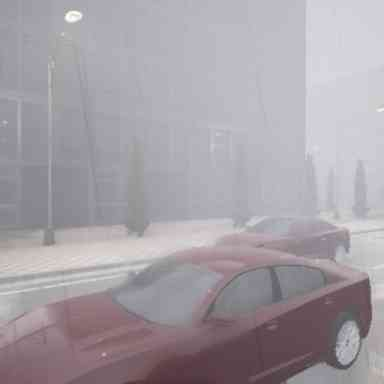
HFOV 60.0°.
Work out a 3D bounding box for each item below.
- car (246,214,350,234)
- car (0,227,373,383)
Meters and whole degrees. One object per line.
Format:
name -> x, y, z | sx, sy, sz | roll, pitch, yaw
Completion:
car -> 2.928, 1.488, 10.358 | 5.008, 1.535, 1.882 | 0, 0, -35
car -> 0.280, 1.481, 4.166 | 5.008, 1.535, 1.882 | 0, 0, -35
